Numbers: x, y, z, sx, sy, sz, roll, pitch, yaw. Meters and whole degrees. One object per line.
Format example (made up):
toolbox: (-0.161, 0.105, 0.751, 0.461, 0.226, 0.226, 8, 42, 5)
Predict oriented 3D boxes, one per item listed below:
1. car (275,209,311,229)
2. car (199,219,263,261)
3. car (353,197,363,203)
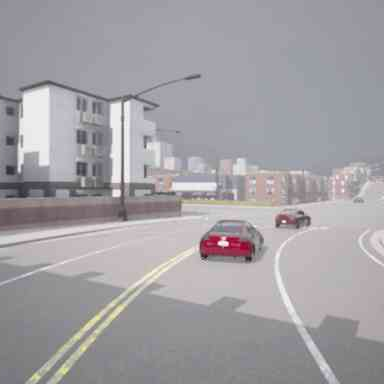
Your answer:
car: (8.065, 2.054, 26.466, 1.812, 1.442, 4.674, 0, -1, 34)
car: (1.687, 1.803, 13.470, 1.994, 1.385, 4.181, 0, -1, 17)
car: (42.248, 2.076, 84.445, 1.837, 1.490, 4.892, 0, 0, 34)
